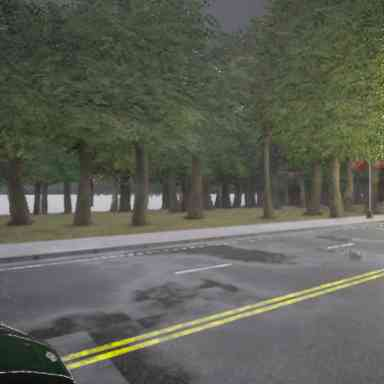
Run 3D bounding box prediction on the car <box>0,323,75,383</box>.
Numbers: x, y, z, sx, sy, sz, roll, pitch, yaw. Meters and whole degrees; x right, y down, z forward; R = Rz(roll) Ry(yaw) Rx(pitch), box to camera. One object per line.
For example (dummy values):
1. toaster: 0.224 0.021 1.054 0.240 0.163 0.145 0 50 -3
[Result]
1. car: -2.782 1.348 1.452 4.553 1.767 2.097 0 0 -36
